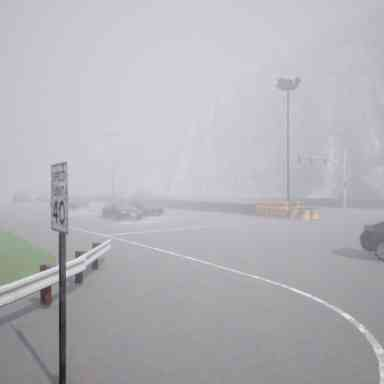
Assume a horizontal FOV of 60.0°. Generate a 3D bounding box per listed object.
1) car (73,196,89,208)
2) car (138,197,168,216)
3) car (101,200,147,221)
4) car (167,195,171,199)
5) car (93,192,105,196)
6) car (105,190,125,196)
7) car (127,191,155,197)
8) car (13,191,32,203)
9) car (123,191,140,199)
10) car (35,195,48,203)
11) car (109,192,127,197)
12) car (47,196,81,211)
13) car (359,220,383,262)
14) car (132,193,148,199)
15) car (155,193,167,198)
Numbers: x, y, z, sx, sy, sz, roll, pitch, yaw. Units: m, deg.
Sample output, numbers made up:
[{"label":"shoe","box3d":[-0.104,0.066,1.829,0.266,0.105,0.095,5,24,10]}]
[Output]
[{"label":"car","box3d":[-15.618,1.300,45.140,1.882,1.535,5.008,0,0,-38]},{"label":"car","box3d":[-4.678,1.476,31.179,2.033,1.411,5.357,0,0,-38]},{"label":"car","box3d":[-5.850,1.474,27.023,1.812,1.442,4.674,0,0,-38]},{"label":"car","box3d":[-6.701,1.147,73.693,1.895,1.301,4.718,0,1,-38]},{"label":"car","box3d":[-20.870,0.757,74.765,2.097,1.767,4.553,0,1,-38]},{"label":"car","box3d":[-16.843,0.660,75.288,2.150,2.045,5.566,0,1,-38]},{"label":"car","box3d":[-10.358,0.830,67.151,2.150,2.045,5.566,0,1,-38]},{"label":"car","box3d":[-28.983,0.830,56.703,2.150,2.045,5.566,0,1,-38]},{"label":"car","box3d":[-14.058,0.740,77.407,2.097,1.767,4.553,0,1,-38]},{"label":"car","box3d":[-26.421,1.192,59.115,1.895,1.301,4.718,0,1,-38]},{"label":"car","box3d":[-14.527,1.182,66.803,1.895,1.301,4.718,0,1,-38]},{"label":"car","box3d":[-14.828,1.481,38.437,1.895,1.301,4.718,0,0,-38]},{"label":"car","box3d":[7.678,1.482,9.966,1.837,1.490,4.892,0,0,-38]},{"label":"car","box3d":[-12.687,0.901,81.340,1.812,1.442,4.674,0,1,-38]},{"label":"car","box3d":[-7.898,0.950,69.524,2.097,1.767,4.553,0,1,-38]}]
